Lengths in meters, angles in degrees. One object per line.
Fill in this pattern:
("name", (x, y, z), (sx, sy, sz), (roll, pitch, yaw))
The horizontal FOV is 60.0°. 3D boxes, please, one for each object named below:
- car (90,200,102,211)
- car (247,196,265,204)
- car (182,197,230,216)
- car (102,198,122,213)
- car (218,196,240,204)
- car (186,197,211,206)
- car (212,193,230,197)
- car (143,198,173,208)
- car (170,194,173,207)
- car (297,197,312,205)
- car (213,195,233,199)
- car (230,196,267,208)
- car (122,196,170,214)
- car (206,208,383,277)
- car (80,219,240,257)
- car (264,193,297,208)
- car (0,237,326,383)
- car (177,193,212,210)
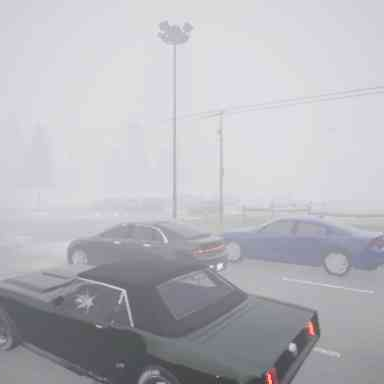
("car", (-10.108, 1.501, 40.502), (1.837, 1.490, 4.892), (0, 0, 35))
("car", (12.653, 1.561, 65.670), (1.994, 1.385, 4.181), (0, 0, 37))
("car", (1.442, 1.503, 32.596), (1.837, 1.490, 4.892), (0, 0, 36))
("car", (-7.519, 1.502, 38.103), (1.837, 1.490, 4.892), (0, 0, 36))
("car", (7.221, 1.474, 64.165), (1.882, 1.535, 5.008), (0, 0, 36))
("car", (1.131, 1.522, 55.889), (1.812, 1.442, 4.674), (0, 0, 36))
("car", (4.486, 1.218, 54.579), (2.150, 2.045, 5.566), (0, 0, 36))
("car", (-4.870, 1.560, 47.708), (1.994, 1.385, 4.181), (0, 0, 37))
("car", (-1.831, 1.218, 45.957), (2.150, 2.045, 5.566), (0, 0, 36))
("car", (18.833, 1.562, 56.402), (1.994, 1.385, 4.181), (0, 0, 37))
("car", (5.795, 1.544, 50.455), (2.033, 1.411, 5.357), (0, 0, 36))
("car", (6.878, 1.524, 40.080), (1.812, 1.442, 4.674), (0, 0, 36))
("car", (-4.880, 1.349, 35.770), (2.097, 1.767, 4.553), (0, 0, 35))
("car", (3.151, 1.477, 10.301), (5.008, 1.535, 1.882), (0, 0, 35))
("car", (-1.379, 1.504, 9.134), (4.892, 1.490, 1.837), (0, 0, 33))
("car", (12.899, 1.221, 48.329), (2.150, 2.045, 5.566), (0, 0, 36))
("car", (-0.905, 1.600, 4.543), (4.718, 1.301, 1.895), (0, 0, 34))
("car", (0.150, 1.349, 42.733), (2.097, 1.767, 4.553), (0, 0, 36))
